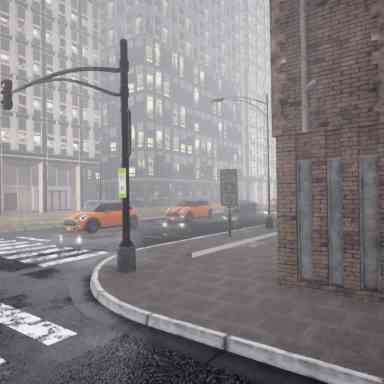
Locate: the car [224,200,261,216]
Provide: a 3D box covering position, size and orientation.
[{"bbox_3d":[5.095,1.590,34.374,2.128,1.511,4.902,-1,-1,36],"label":"car"}]

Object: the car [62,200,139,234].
[{"bbox_3d":[-5.386,1.416,19.921,2.097,1.767,4.553,-1,-1,37],"label":"car"}]

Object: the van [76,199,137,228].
[{"bbox_3d":[-5.946,1.460,23.520,1.690,1.788,3.998,-2,-1,36],"label":"van"}]

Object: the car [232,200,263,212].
[{"bbox_3d":[6.953,1.689,41.383,1.752,1.417,4.829,-2,-1,36],"label":"car"}]

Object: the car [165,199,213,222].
[{"bbox_3d":[-0.181,1.433,27.077,2.097,1.767,4.553,-1,-1,36],"label":"car"}]

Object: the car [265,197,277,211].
[{"bbox_3d":[11.035,1.471,42.556,2.097,1.767,4.553,-1,-1,36],"label":"car"}]
